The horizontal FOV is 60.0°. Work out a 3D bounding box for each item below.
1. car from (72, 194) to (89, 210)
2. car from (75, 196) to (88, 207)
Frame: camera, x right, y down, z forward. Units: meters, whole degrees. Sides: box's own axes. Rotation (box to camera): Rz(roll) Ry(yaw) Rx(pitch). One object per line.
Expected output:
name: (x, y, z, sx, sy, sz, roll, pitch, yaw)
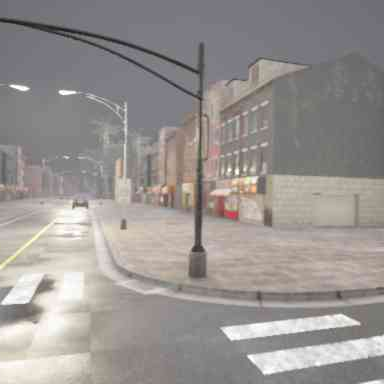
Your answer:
car: (-14.812, 1.375, 44.331, 2.097, 1.767, 4.553, 1, 0, -17)
car: (-17.785, 1.510, 53.522, 1.882, 1.535, 5.008, 1, 0, -17)
